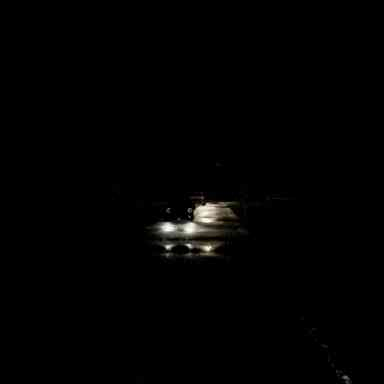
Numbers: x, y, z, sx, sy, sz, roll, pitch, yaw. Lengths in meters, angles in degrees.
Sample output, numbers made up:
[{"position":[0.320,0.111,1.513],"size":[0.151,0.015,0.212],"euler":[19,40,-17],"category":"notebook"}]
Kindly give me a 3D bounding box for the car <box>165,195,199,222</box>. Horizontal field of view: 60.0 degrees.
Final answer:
[{"position":[-0.797,1.332,25.951],"size":[2.097,1.767,4.553],"euler":[0,0,4],"category":"car"}]

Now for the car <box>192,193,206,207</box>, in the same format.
[{"position":[0.876,1.128,50.535],"size":[2.150,2.045,5.566],"euler":[0,0,4],"category":"car"}]
